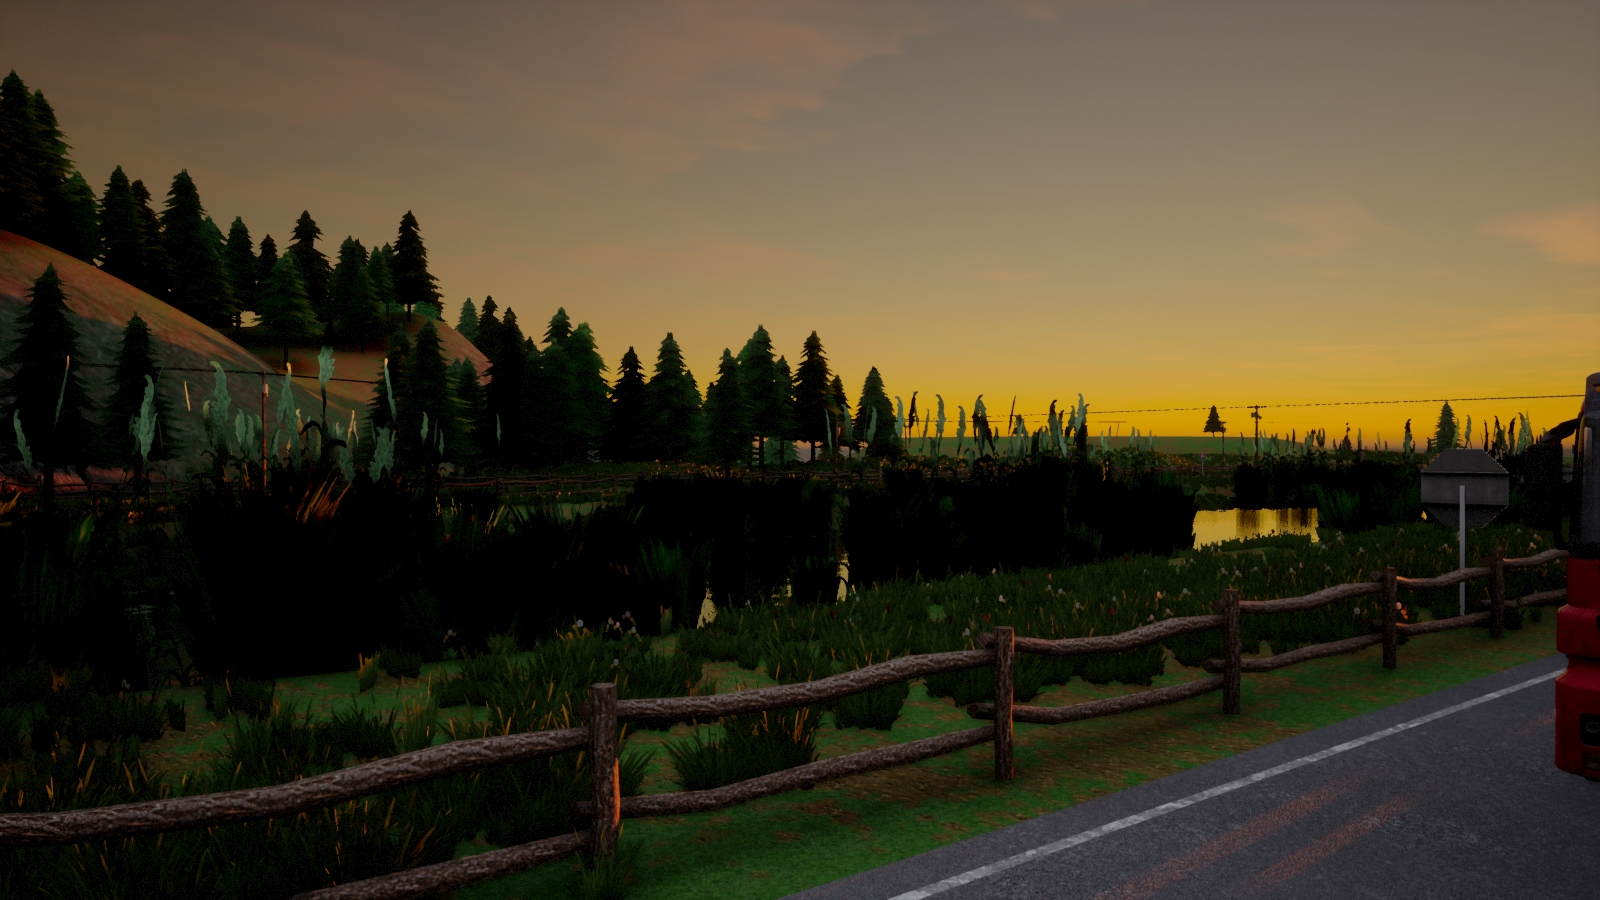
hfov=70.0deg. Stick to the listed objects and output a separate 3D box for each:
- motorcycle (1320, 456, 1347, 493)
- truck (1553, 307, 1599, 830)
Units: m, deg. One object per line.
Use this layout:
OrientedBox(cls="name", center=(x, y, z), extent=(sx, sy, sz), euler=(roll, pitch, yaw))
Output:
OrientedBox(cls="motorcycle", center=(34.778, 1.577, 74.507), extent=(2.033, 2.348, 0.803), euler=(0, 0, -39))
OrientedBox(cls="truck", center=(9.425, 0.862, 10.922), extent=(2.891, 3.827, 8.468), euler=(0, 0, 39))
